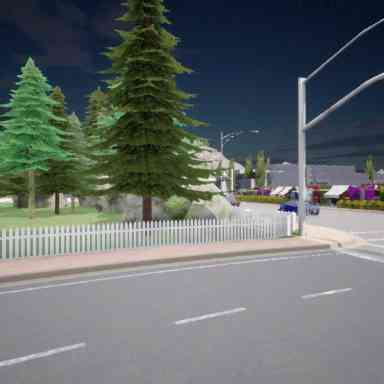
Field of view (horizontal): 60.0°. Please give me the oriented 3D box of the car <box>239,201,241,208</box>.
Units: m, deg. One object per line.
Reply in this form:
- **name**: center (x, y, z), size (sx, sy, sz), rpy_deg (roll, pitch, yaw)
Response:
- **car**: center (5.635, 1.533, 49.930), size (1.882, 1.535, 5.008), rpy_deg (0, 0, -16)

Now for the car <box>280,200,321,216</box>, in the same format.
- **car**: center (10.637, 1.533, 33.048), size (1.882, 1.535, 5.008), rpy_deg (0, 0, -17)
